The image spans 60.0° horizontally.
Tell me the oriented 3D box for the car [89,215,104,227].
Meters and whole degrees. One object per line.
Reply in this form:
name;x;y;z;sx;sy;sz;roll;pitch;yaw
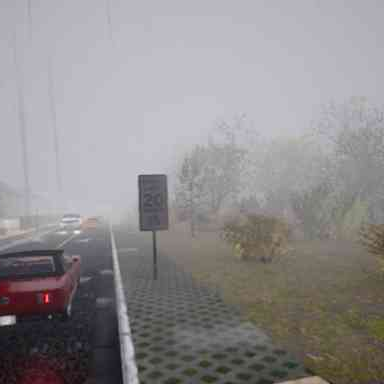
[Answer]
car;-13.606;4.128;47.484;1.837;1.490;4.892;-1;-3;-14

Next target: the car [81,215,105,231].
car;-11.037;3.538;37.395;1.882;1.535;5.008;-1;-3;-14

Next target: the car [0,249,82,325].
car;-3.667;1.997;7.761;1.895;1.301;4.718;-1;-3;-14

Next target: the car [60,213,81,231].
car;-14.870;3.589;41.149;2.150;2.045;5.566;-1;-3;-14
